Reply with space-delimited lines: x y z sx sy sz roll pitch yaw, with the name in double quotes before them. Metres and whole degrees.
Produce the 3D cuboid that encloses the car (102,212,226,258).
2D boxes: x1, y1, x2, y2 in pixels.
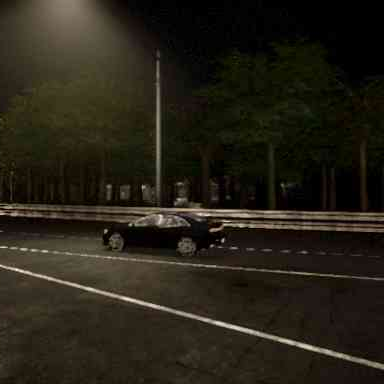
"car" -1.136 1.516 12.780 4.902 1.511 2.128 0 0 22
